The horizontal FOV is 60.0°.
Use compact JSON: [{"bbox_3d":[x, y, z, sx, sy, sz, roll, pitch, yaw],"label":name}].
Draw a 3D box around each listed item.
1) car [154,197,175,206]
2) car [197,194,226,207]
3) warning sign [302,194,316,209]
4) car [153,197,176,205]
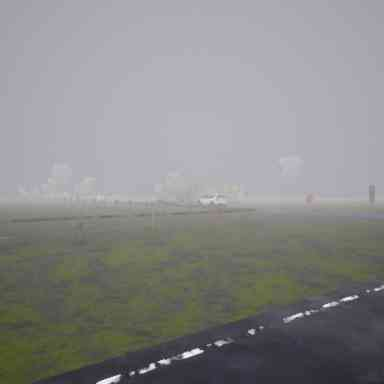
[{"bbox_3d":[-4.868,1.707,59.669,1.837,1.490,4.892,0,0,-35],"label":"car"},{"bbox_3d":[3.108,1.370,53.086,2.150,2.045,5.566,0,0,-35],"label":"car"},{"bbox_3d":[14.509,1.177,41.101,1.300,1.860,1.060,0,0,-35],"label":"warning sign"},{"bbox_3d":[-5.487,1.727,65.342,2.033,1.411,5.357,0,0,-35],"label":"car"}]
